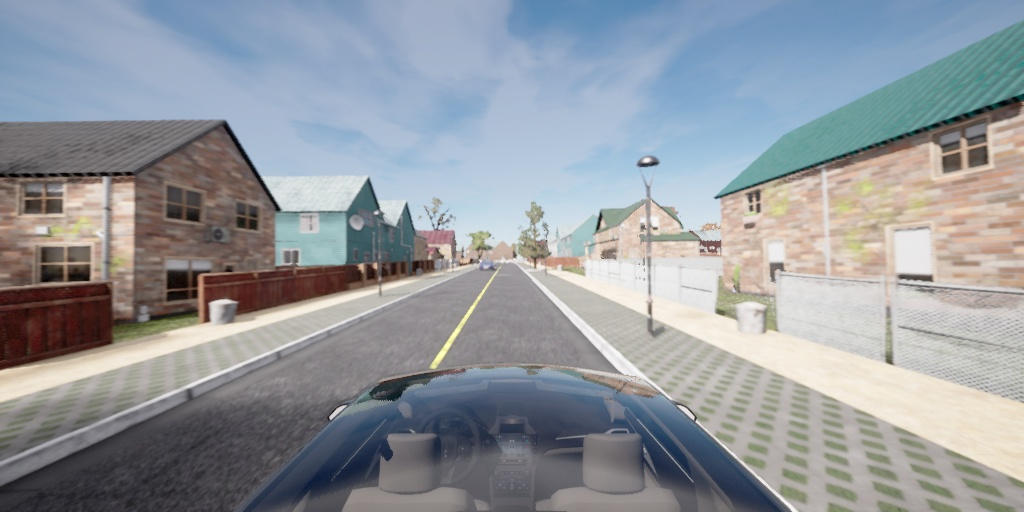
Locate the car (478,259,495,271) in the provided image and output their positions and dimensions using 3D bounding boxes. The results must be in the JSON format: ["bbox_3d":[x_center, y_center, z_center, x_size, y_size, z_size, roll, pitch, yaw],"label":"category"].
[{"bbox_3d":[-3.237,1.182,47.158,1.812,1.442,4.674,-1,0,-1],"label":"car"}]
